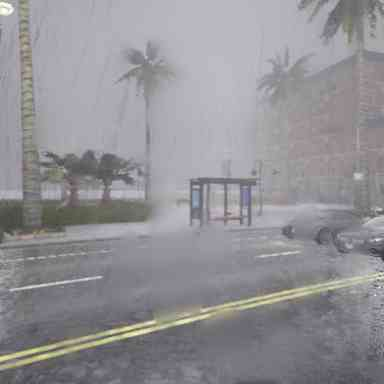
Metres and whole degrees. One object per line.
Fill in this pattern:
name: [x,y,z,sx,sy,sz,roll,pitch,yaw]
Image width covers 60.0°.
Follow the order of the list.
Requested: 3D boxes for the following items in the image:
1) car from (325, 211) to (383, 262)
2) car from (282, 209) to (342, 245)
car: [7.178,1.480,11.685,4.674,1.442,1.812,0,0,-25]
car: [6.174,1.498,15.049,4.181,1.385,1.994,0,0,-25]
